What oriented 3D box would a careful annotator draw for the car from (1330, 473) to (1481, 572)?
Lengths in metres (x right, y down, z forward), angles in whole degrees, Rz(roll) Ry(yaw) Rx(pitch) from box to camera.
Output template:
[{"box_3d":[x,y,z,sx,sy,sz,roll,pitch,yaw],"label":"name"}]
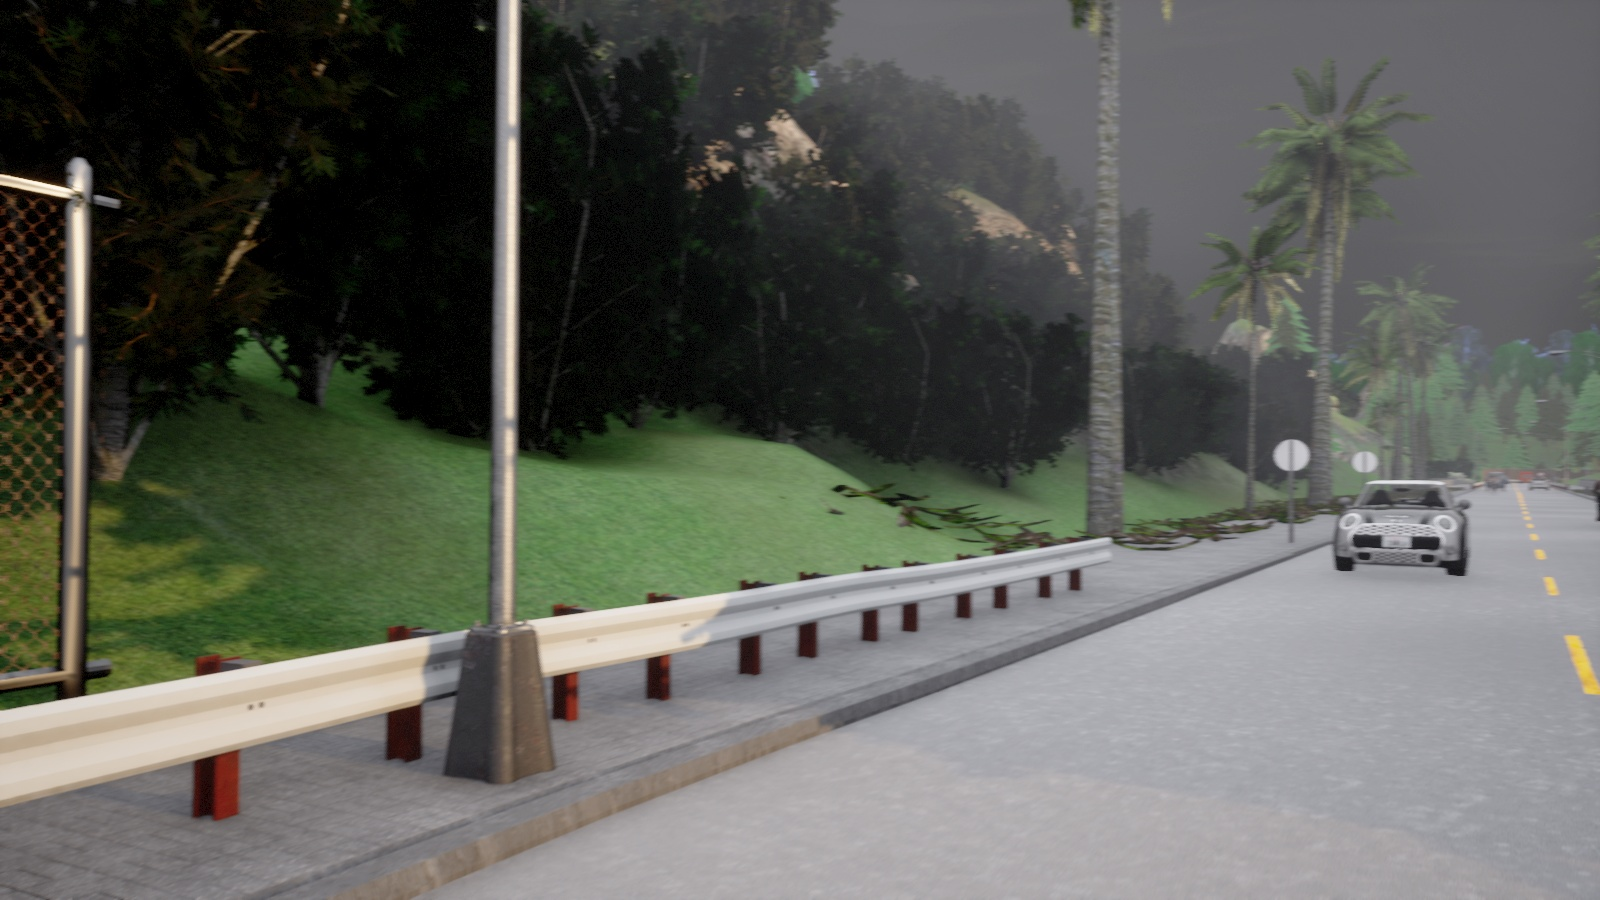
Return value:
[{"box_3d":[10.138,1.121,20.883,1.970,1.475,3.806,-1,-1,30],"label":"car"}]
